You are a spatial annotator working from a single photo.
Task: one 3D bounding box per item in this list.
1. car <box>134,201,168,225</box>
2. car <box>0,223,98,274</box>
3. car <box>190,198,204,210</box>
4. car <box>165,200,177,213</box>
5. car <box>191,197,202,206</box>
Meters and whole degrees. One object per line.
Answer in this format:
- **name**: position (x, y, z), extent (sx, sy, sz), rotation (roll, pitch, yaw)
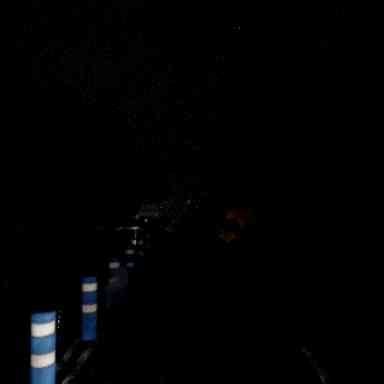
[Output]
- **car**: position (-3.147, 1.674, 25.236), extent (1.812, 1.442, 4.674), rotation (0, 0, 1)
- **car**: position (-5.286, 1.682, 10.367), extent (1.895, 1.301, 4.718), rotation (0, 0, 28)
- **car**: position (0.695, 1.731, 47.309), extent (1.837, 1.490, 4.892), rotation (0, -1, 1)
- **car**: position (-2.873, 1.731, 40.239), extent (1.812, 1.442, 4.674), rotation (0, 0, 1)
- **car**: position (0.828, 1.774, 60.327), extent (1.994, 1.385, 4.181), rotation (0, 1, 1)
